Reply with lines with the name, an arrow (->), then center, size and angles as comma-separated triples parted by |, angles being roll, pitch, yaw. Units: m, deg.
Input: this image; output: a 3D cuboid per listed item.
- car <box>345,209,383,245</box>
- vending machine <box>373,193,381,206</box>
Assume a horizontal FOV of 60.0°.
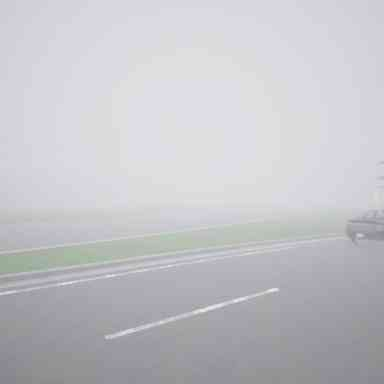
car -> 8.692, 1.495, 14.297 | 4.902, 1.511, 2.128 | 0, 0, -30
vending machine -> 30.246, 1.194, 54.364 | 0.880, 2.100, 1.100 | 0, 0, 19
